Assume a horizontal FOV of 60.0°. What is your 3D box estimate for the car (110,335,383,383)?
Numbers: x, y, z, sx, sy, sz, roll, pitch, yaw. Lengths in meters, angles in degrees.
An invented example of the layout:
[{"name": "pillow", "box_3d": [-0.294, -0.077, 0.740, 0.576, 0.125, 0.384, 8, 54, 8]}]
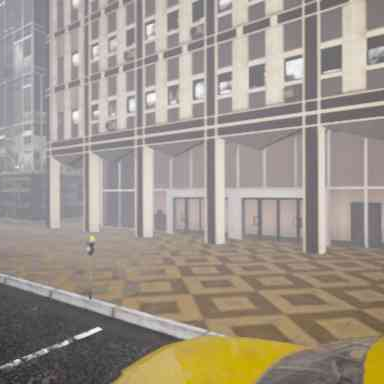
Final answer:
[{"name": "car", "box_3d": [1.384, 1.524, 1.884, 4.829, 1.417, 1.752, -1, 0, 36]}]
